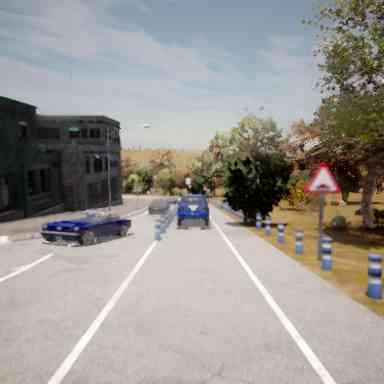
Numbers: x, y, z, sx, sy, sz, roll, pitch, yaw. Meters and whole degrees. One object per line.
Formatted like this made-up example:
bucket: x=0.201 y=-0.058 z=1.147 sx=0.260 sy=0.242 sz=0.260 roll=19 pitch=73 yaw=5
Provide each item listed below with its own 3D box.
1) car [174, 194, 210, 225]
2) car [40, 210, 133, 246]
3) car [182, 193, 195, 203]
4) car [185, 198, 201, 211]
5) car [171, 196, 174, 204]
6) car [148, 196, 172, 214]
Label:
car: x=0.102 y=1.218 z=24.329 sx=2.150 sy=2.045 sz=5.566 roll=0 pitch=0 yaw=0
car: x=-4.545 y=1.507 z=15.045 sx=1.895 sy=1.301 sz=4.718 roll=2 pitch=0 yaw=16
car: x=-0.752 y=1.131 z=65.205 sx=2.097 sy=1.767 sz=4.553 roll=-1 pitch=2 yaw=-6
car: x=0.096 y=1.504 z=41.995 sx=1.837 sy=1.490 sz=4.892 roll=0 pitch=0 yaw=0
car: x=-3.457 y=1.487 z=59.410 sx=2.033 sy=1.411 sz=5.357 roll=0 pitch=1 yaw=-2
car: x=-3.346 y=1.475 z=34.107 sx=1.837 sy=1.490 sz=4.892 roll=0 pitch=-1 yaw=0
